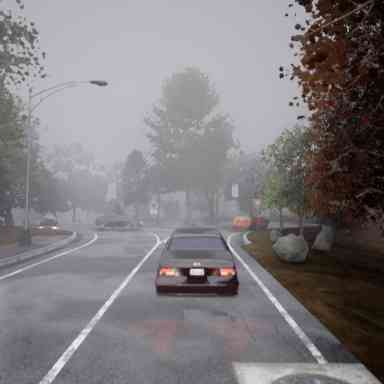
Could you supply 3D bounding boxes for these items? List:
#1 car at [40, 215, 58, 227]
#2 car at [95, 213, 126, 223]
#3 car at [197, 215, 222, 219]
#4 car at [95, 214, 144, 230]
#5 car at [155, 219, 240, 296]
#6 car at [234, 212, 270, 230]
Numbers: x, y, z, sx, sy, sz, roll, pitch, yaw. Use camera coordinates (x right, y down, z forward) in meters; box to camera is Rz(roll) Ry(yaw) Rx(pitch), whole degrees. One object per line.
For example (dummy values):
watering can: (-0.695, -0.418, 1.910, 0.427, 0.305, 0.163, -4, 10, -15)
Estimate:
car: (-17.890, 3.553, 41.417, 1.812, 1.442, 4.674, 2, -4, -26)
car: (-14.694, 4.696, 60.193, 5.008, 1.535, 1.882, 2, -5, -41)
car: (3.293, 5.117, 63.832, 4.892, 1.490, 1.837, -1, -4, 22)
car: (-7.154, 2.914, 32.705, 4.902, 1.511, 2.128, -1, -4, 17)
car: (0.126, 1.673, 8.983, 2.033, 1.411, 5.357, 0, -2, 1)
car: (6.128, 2.855, 33.840, 2.097, 1.767, 4.553, -3, -5, 37)
